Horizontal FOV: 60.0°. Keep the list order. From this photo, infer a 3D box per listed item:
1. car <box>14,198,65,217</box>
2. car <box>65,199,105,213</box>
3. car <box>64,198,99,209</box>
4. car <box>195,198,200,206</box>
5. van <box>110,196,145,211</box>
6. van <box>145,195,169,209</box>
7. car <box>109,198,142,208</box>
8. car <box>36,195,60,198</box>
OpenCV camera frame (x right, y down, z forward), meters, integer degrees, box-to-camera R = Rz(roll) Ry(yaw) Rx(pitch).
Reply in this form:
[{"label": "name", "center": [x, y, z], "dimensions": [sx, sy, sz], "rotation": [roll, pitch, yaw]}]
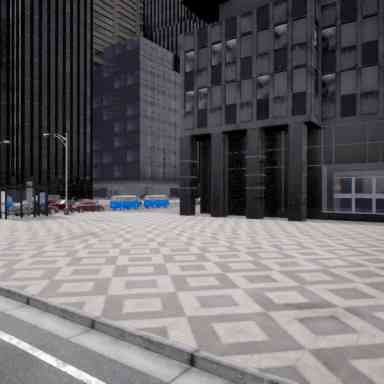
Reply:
[{"label": "car", "center": [-14.606, 1.549, 30.948], "dimensions": [2.008, 1.369, 4.403], "rotation": [0, 0, 35]}, {"label": "car", "center": [-11.312, 1.576, 35.573], "dimensions": [1.802, 1.307, 4.206], "rotation": [0, 0, 35]}, {"label": "car", "center": [-14.962, 1.549, 45.142], "dimensions": [1.802, 1.307, 4.206], "rotation": [0, 0, 35]}, {"label": "car", "center": [1.864, 1.569, 54.069], "dimensions": [1.802, 1.307, 4.206], "rotation": [0, 0, 35]}, {"label": "van", "center": [-8.017, 1.332, 40.197], "dimensions": [1.690, 1.788, 3.998], "rotation": [0, 0, 35]}, {"label": "van", "center": [-4.724, 1.330, 44.821], "dimensions": [1.690, 1.788, 3.998], "rotation": [0, 0, 35]}, {"label": "car", "center": [-9.565, 1.573, 48.115], "dimensions": [1.895, 1.301, 4.718], "rotation": [0, 0, 36]}, {"label": "car", "center": [-18.256, 1.285, 40.517], "dimensions": [2.192, 1.841, 5.009], "rotation": [0, 0, 35]}]
